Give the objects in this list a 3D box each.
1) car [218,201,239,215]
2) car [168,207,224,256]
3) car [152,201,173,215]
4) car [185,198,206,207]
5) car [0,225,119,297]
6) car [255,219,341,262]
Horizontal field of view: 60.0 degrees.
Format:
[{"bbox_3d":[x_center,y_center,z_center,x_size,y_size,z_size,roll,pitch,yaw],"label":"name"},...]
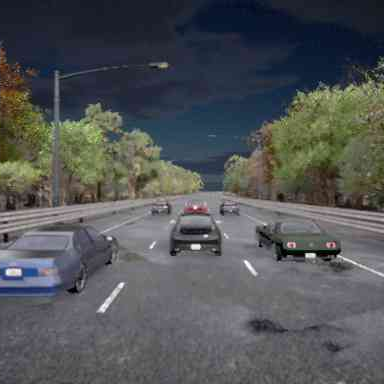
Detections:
[{"bbox_3d":[3.893,1.656,35.377,2.128,1.511,4.902,0,0,1],"label":"car"},{"bbox_3d":[0.142,1.571,13.468,1.837,1.490,4.892,0,0,0],"label":"car"},{"bbox_3d":[-3.110,1.651,35.329,2.128,1.511,4.902,0,0,1],"label":"car"},{"bbox_3d":[0.353,1.502,32.772,2.097,1.767,4.553,0,0,1],"label":"car"},{"bbox_3d":[-3.386,1.588,8.848,2.033,1.411,5.357,0,0,0],"label":"car"},{"bbox_3d":[3.634,1.663,12.370,1.895,1.301,4.718,0,0,0],"label":"car"}]
